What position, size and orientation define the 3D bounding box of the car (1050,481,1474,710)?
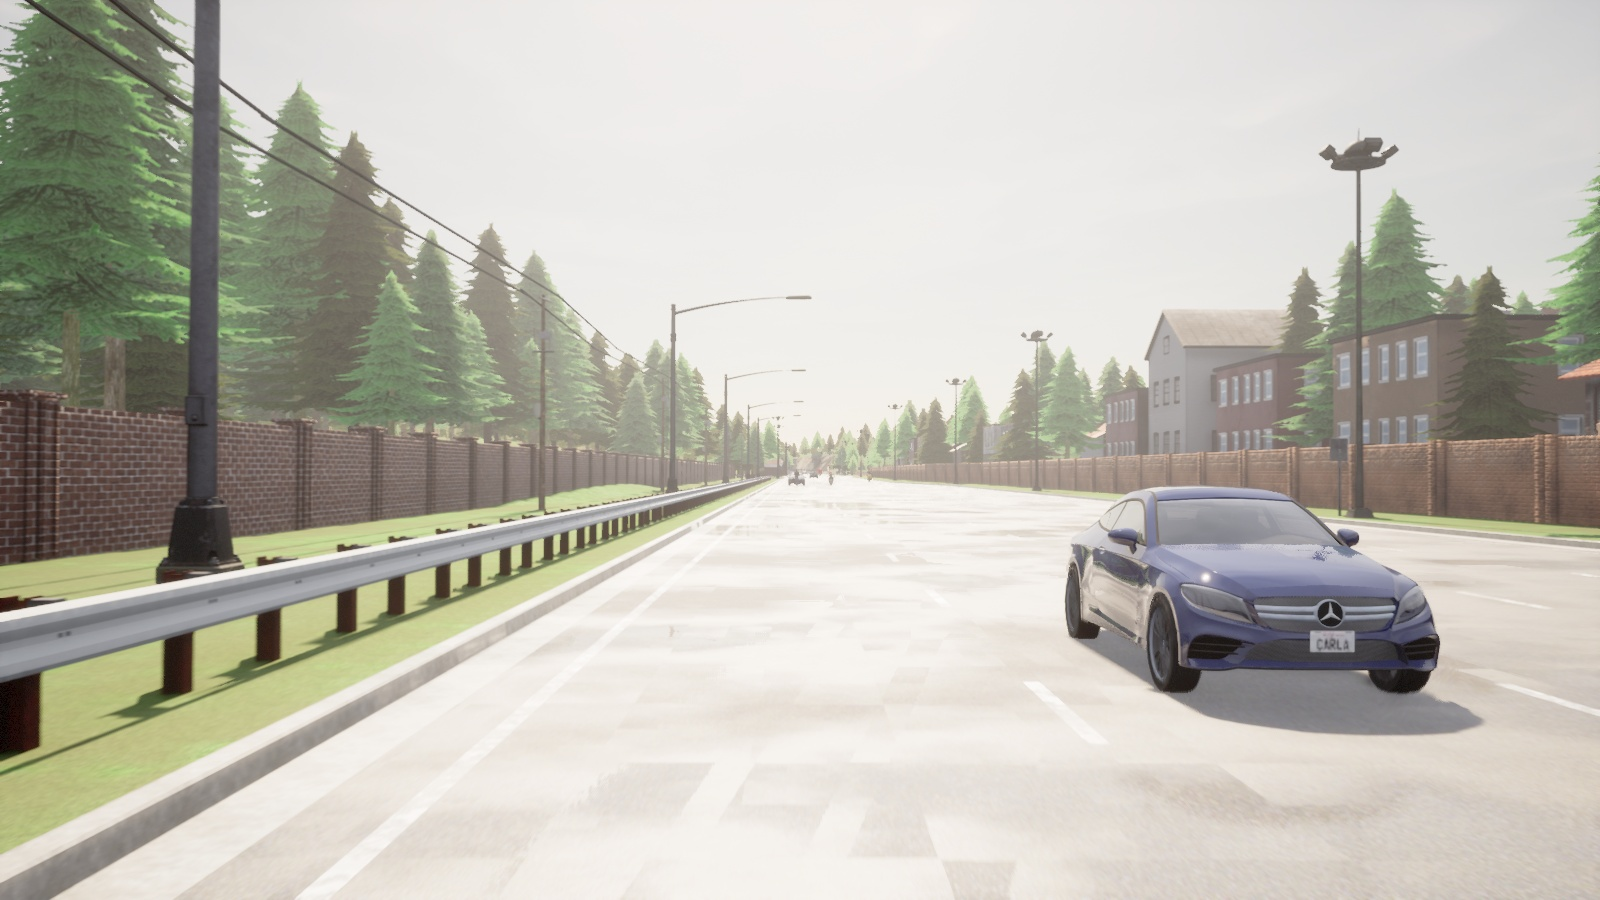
[{"bbox_3d":[3.474,1.003,10.517,1.812,1.442,4.674,0,-1,0],"label":"car"}]
